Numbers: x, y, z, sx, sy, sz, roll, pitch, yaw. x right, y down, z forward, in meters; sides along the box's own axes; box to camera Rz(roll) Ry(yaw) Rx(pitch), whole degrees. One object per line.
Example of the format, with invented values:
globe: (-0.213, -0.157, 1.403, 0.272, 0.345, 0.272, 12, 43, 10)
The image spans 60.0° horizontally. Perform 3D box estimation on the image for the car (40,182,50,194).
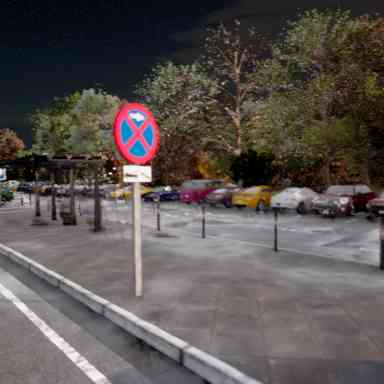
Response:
car: (-19.274, -0.432, 49.681, 5.008, 1.535, 2.097, -4, 4, -42)

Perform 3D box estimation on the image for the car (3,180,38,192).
car: (-34.103, -1.274, 66.197, 5.566, 2.045, 2.435, -4, 4, -42)

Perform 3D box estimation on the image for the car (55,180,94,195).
car: (-15.586, -0.561, 45.526, 5.566, 2.045, 2.435, -4, 4, -42)

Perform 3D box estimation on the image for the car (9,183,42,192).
car: (-32.125, -0.954, 64.253, 5.366, 1.575, 1.946, -4, 4, -42)

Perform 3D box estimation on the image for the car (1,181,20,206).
car: (-19.161, 0.286, 29.964, 5.566, 2.045, 2.435, -4, 4, -42)

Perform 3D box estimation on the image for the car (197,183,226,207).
car: (2.993, 0.315, 24.923, 4.674, 1.452, 2.002, -4, 4, -42)

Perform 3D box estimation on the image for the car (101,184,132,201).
car: (-6.420, -0.012, 35.116, 5.366, 1.575, 1.946, -4, 4, -42)

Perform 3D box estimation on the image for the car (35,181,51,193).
car: (-20.989, -0.508, 51.872, 5.366, 1.575, 1.946, -4, 4, -42)

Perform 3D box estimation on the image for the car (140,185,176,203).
car: (-2.591, 0.130, 31.094, 4.792, 1.488, 2.163, -4, 4, -42)

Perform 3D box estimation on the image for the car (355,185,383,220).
car: (10.422, 0.513, 16.672, 5.008, 1.535, 2.097, -4, 4, -42)

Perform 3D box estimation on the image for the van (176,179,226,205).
van: (1.221, -0.015, 27.052, 4.442, 1.987, 1.878, -4, 4, -42)

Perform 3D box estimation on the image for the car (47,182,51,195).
car: (-17.417, -0.369, 47.616, 4.892, 1.521, 2.231, -4, 4, -42)

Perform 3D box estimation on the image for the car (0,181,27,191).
car: (-37.812, -1.310, 70.331, 4.553, 1.767, 2.185, -4, 4, -42)

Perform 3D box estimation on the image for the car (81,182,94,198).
car: (-9.987, -0.135, 39.370, 4.892, 1.521, 2.231, -4, 4, -42)

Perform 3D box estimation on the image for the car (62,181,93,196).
car: (-13.699, -0.254, 43.497, 5.008, 1.535, 2.097, -4, 4, -42)

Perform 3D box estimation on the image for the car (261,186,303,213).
car: (6.706, 0.434, 20.795, 4.674, 1.452, 2.002, -4, 4, -42)

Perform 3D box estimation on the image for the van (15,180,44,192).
van: (-30.326, -1.092, 62.133, 4.442, 1.987, 1.878, -4, 4, -42)

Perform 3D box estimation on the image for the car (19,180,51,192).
car: (-26.721, -0.955, 57.908, 5.566, 2.045, 2.435, -4, 4, -42)

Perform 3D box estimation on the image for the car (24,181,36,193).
car: (-24.818, -0.604, 55.899, 4.792, 1.488, 2.163, -4, 4, -42)

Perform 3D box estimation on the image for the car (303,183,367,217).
car: (8.582, 0.326, 18.746, 4.553, 1.767, 2.185, -4, 4, -42)

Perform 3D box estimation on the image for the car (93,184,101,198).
car: (-8.114, -0.049, 37.324, 4.792, 1.488, 2.163, -4, 4, -42)

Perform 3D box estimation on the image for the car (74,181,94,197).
car: (-11.843, -0.195, 41.433, 5.008, 1.535, 2.097, -4, 4, -42)

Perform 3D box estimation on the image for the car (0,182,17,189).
car: (-43.396, -1.423, 76.509, 4.892, 1.521, 2.231, -4, 4, -42)

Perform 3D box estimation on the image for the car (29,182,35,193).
car: (-23.001, -0.528, 53.792, 4.792, 1.488, 2.163, -4, 4, -42)

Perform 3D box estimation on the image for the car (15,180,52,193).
car: (-28.535, -1.033, 60.010, 5.566, 2.045, 2.435, -4, 4, -42)

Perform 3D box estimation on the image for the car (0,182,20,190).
car: (-41.681, -1.337, 74.318, 5.366, 1.575, 1.946, -4, 4, -42)

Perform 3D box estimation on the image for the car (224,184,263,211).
car: (4.847, 0.334, 22.855, 5.008, 1.535, 2.097, -4, 4, -42)
